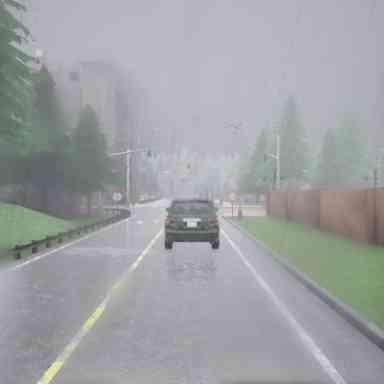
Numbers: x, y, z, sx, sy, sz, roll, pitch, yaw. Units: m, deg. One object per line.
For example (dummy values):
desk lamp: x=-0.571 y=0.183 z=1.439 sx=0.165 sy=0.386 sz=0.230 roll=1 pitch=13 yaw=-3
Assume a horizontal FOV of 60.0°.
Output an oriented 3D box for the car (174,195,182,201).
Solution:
car: x=-3.500 y=1.493 z=82.805 sx=1.837 sy=1.490 sz=4.892 roll=0 pitch=0 yaw=0

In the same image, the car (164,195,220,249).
car: x=0.000 y=1.257 z=14.680 sx=2.150 sy=2.045 sz=5.566 roll=0 pitch=0 yaw=0
